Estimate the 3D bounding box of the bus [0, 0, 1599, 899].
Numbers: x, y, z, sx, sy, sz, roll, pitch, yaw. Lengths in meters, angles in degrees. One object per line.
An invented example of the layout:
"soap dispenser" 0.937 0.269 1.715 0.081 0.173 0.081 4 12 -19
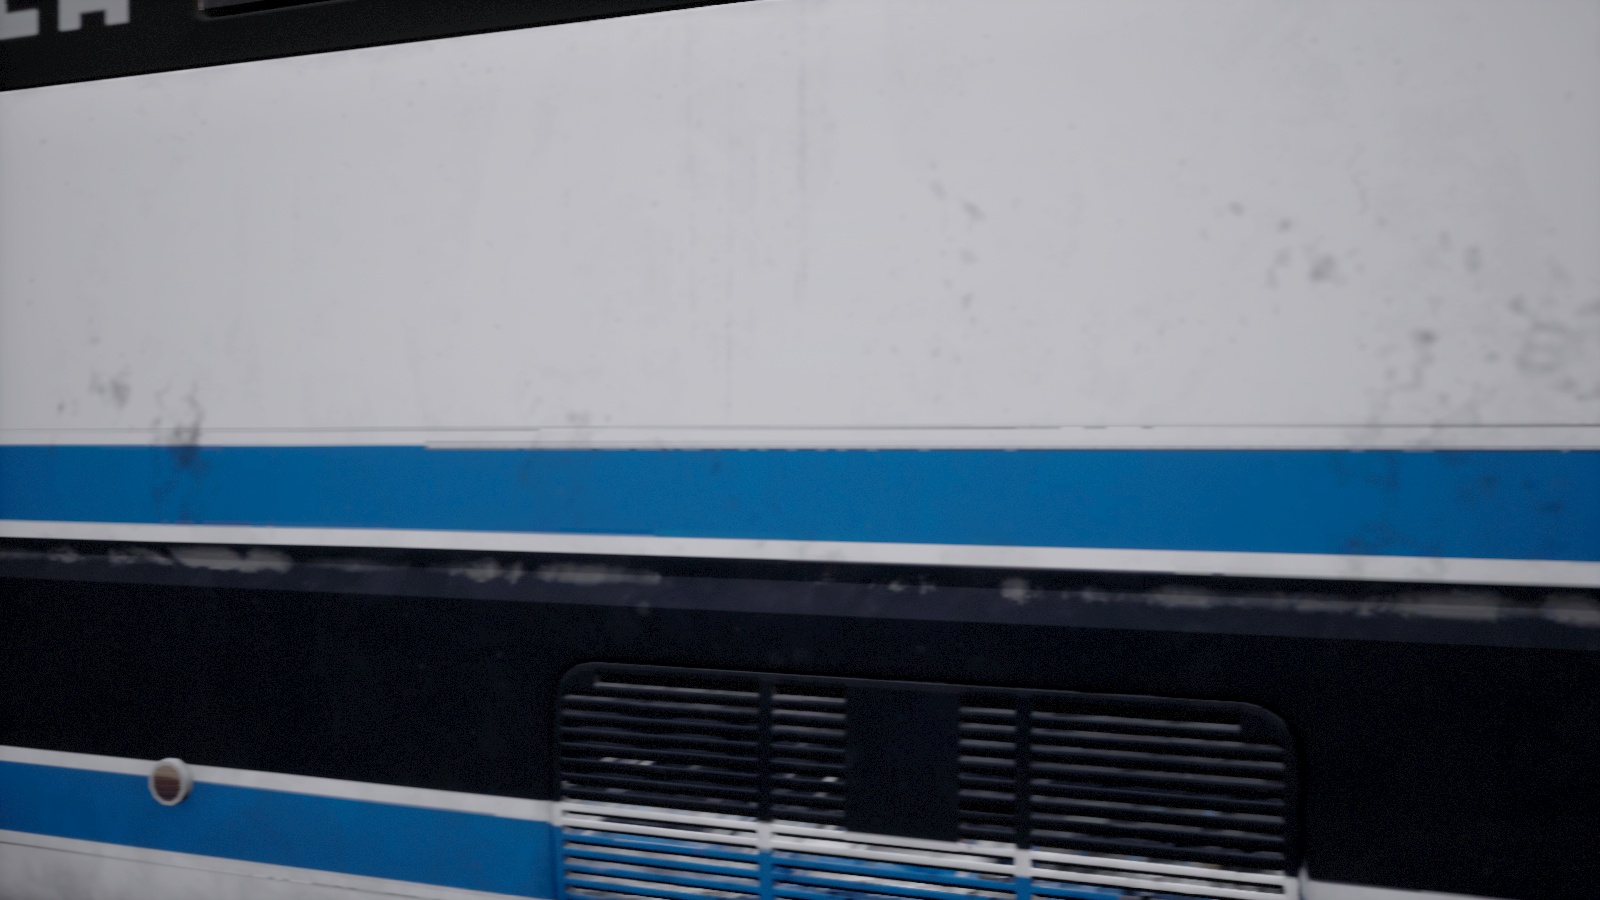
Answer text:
"bus" -0.183 -0.611 3.762 10.273 4.253 3.944 1 1 19
